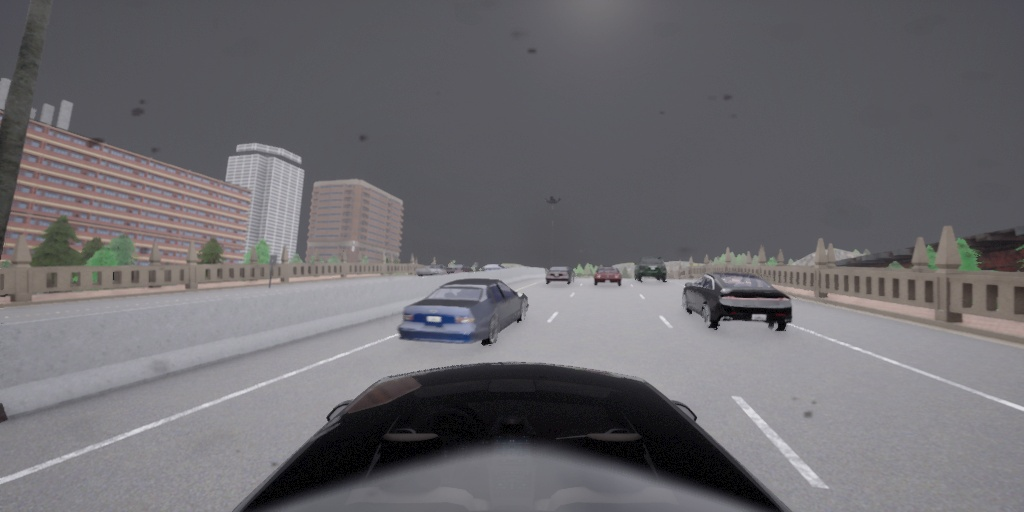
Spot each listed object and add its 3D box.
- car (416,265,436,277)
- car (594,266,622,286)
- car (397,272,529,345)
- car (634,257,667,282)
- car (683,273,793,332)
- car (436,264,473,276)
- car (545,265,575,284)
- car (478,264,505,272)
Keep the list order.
[{"bbox_3d":[-8.252,1.603,37.896,1.895,1.301,4.718,0,-2,15],"label":"car"},{"bbox_3d":[7.136,1.458,26.776,1.895,1.301,4.718,0,0,15],"label":"car"},{"bbox_3d":[-0.938,1.331,9.676,2.033,1.411,5.357,0,0,15],"label":"car"},{"bbox_3d":[11.772,1.141,30.694,2.150,2.045,5.566,0,-1,15],"label":"car"},{"bbox_3d":[6.674,1.281,11.130,2.128,1.511,4.902,0,0,15],"label":"car"},{"bbox_3d":[-5.321,1.510,35.265,1.994,1.385,4.181,0,-1,15],"label":"car"},{"bbox_3d":[3.829,1.411,27.965,2.033,1.411,5.357,0,0,15],"label":"car"},{"bbox_3d":[-1.820,1.479,34.818,1.812,1.442,4.674,0,-1,15],"label":"car"}]
